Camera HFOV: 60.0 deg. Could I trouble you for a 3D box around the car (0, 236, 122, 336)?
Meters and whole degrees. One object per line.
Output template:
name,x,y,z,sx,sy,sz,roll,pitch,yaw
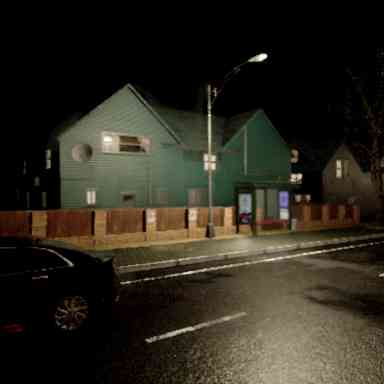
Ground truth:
car,-3.544,1.505,5.149,4.892,1.490,1.837,1,0,-36
